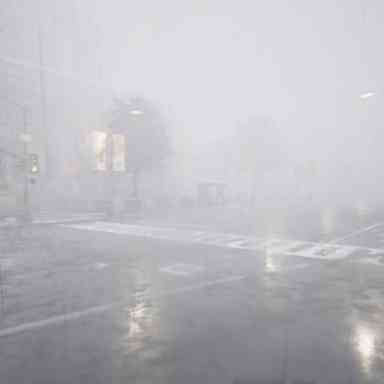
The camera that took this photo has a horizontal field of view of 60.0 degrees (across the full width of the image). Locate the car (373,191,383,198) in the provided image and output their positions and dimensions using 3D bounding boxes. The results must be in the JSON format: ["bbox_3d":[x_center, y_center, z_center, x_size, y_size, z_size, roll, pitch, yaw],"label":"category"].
[{"bbox_3d":[43.788,0.531,76.844,4.674,1.452,2.002,-1,1,-30],"label":"car"}]
